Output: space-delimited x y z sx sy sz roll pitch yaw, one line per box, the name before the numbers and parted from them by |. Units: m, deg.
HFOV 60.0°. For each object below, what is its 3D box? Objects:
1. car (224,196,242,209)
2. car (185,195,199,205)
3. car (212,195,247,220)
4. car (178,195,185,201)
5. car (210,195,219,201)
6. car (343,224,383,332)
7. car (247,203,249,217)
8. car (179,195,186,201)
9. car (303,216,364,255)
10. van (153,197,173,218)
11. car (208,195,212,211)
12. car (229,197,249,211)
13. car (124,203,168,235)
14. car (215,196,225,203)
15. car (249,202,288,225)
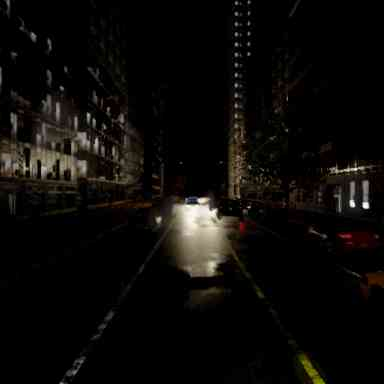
car | 5.793 1.464 47.219 1.967 1.590 4.097 0 0 0
car | 0.126 1.480 57.730 1.882 1.535 5.008 0 0 0
car | 3.108 1.379 28.689 2.097 1.767 4.553 0 0 1
car | -2.509 1.511 81.399 1.887 1.381 4.507 0 0 0
car | 5.884 1.543 87.066 1.947 1.339 4.313 0 0 0
car | 3.904 1.469 3.816 1.801 1.575 5.366 0 0 0
car | 5.754 1.583 30.142 2.008 1.369 4.403 0 0 0
car | -2.496 1.538 87.093 1.802 1.307 4.206 0 0 0
car | 5.715 1.609 13.064 1.802 1.307 4.206 0 0 0
van | -2.626 1.353 30.165 1.690 1.788 3.998 0 0 0
car | 3.109 1.372 40.794 2.097 1.767 4.553 0 0 1
car | 5.781 1.467 41.527 1.967 1.590 4.097 0 0 0
car | -2.653 1.561 18.779 2.008 1.369 4.403 0 0 0
car | 5.846 1.548 69.989 1.887 1.381 4.507 0 0 0
car | 5.741 1.584 24.449 2.008 1.369 4.403 0 0 0
